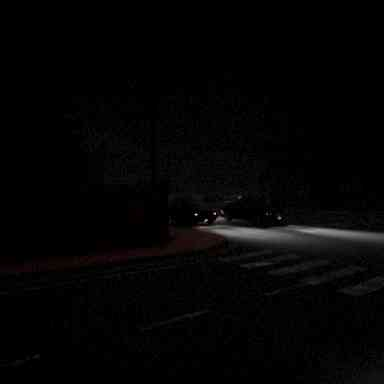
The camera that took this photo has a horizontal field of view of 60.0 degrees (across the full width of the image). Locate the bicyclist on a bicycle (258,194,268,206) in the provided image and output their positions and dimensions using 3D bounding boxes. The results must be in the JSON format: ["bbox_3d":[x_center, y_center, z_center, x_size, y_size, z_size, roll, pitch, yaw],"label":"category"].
[{"bbox_3d":[8.026,1.067,37.872,1.656,1.620,0.582,-1,0,-25],"label":"bicyclist on a bicycle"}]

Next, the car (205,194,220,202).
[{"bbox_3d":[4.246,1.169,64.025,1.882,1.535,5.008,0,0,40],"label":"car"}]

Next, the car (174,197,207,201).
[{"bbox_3d":[-0.808,1.404,29.982,1.994,1.385,4.181,0,0,-30],"label":"car"}]

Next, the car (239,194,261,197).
[{"bbox_3d":[12.034,1.120,66.377,5.008,1.535,1.882,0,0,-35],"label":"car"}]

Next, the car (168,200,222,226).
[{"bbox_3d":[-0.308,1.465,22.669,1.895,1.301,4.718,0,0,-33],"label":"car"}]

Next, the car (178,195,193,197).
[{"bbox_3d":[-1.457,1.221,61.901,2.128,1.511,4.902,0,0,30],"label":"car"}]

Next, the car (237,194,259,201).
[{"bbox_3d":[11.931,1.152,70.633,4.674,1.442,1.812,0,0,-35],"label":"car"}]

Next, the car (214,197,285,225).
[{"bbox_3d":[3.997,1.335,22.475,2.128,1.511,4.902,0,0,-35],"label":"car"}]
